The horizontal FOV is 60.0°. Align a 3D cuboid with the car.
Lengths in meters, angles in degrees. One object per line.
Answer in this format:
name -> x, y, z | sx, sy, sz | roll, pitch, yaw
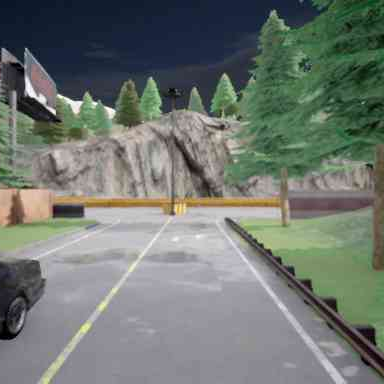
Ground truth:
car -> -3.591, 1.538, 3.822 | 2.033, 1.411, 5.357 | 0, 0, 0
